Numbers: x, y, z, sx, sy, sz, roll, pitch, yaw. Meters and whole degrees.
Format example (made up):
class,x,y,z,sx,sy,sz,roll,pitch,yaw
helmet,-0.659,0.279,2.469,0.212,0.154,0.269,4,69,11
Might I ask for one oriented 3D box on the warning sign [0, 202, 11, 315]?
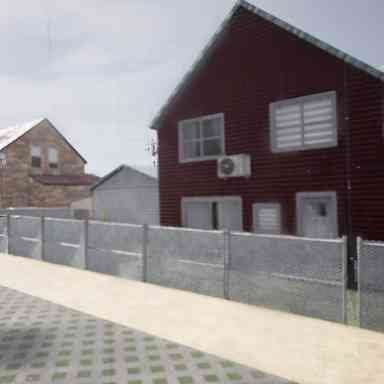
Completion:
class,x,y,z,sx,sy,sz,roll,pitch,yaw
warning sign,-3.942,1.143,5.446,1.060,1.860,1.300,-2,0,35
